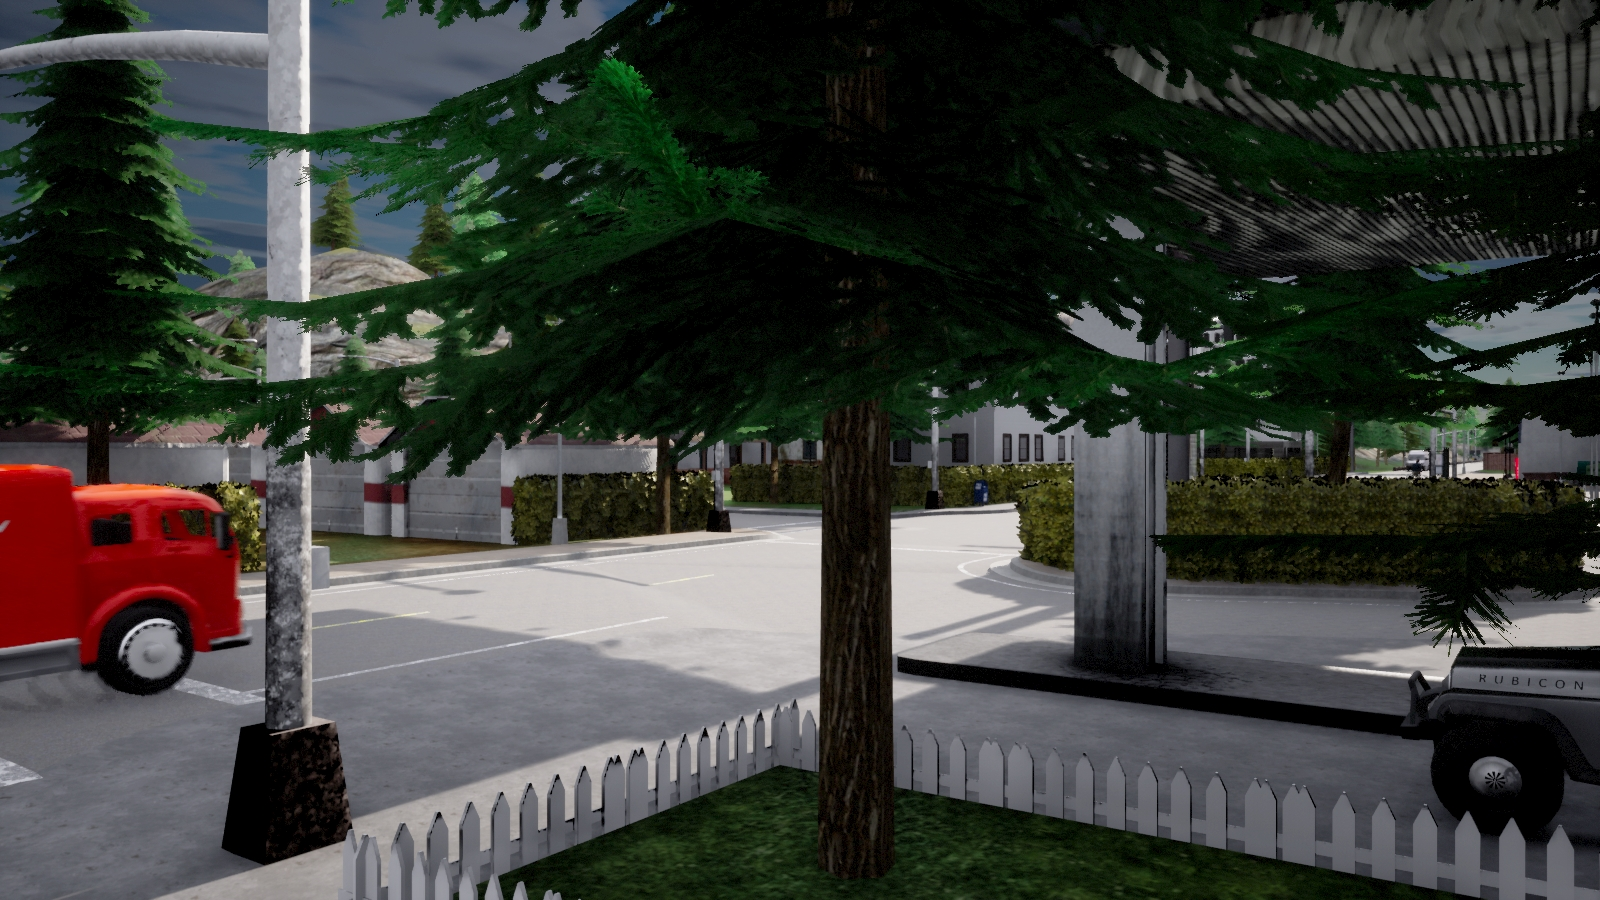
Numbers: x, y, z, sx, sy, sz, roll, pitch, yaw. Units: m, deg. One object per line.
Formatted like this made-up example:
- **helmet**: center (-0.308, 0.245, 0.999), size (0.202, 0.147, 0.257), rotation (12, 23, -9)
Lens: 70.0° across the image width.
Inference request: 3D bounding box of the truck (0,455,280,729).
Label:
- **truck**: center (-8.574, 1.408, 11.709), size (2.627, 2.467, 5.204), rotation (0, 3, 42)
